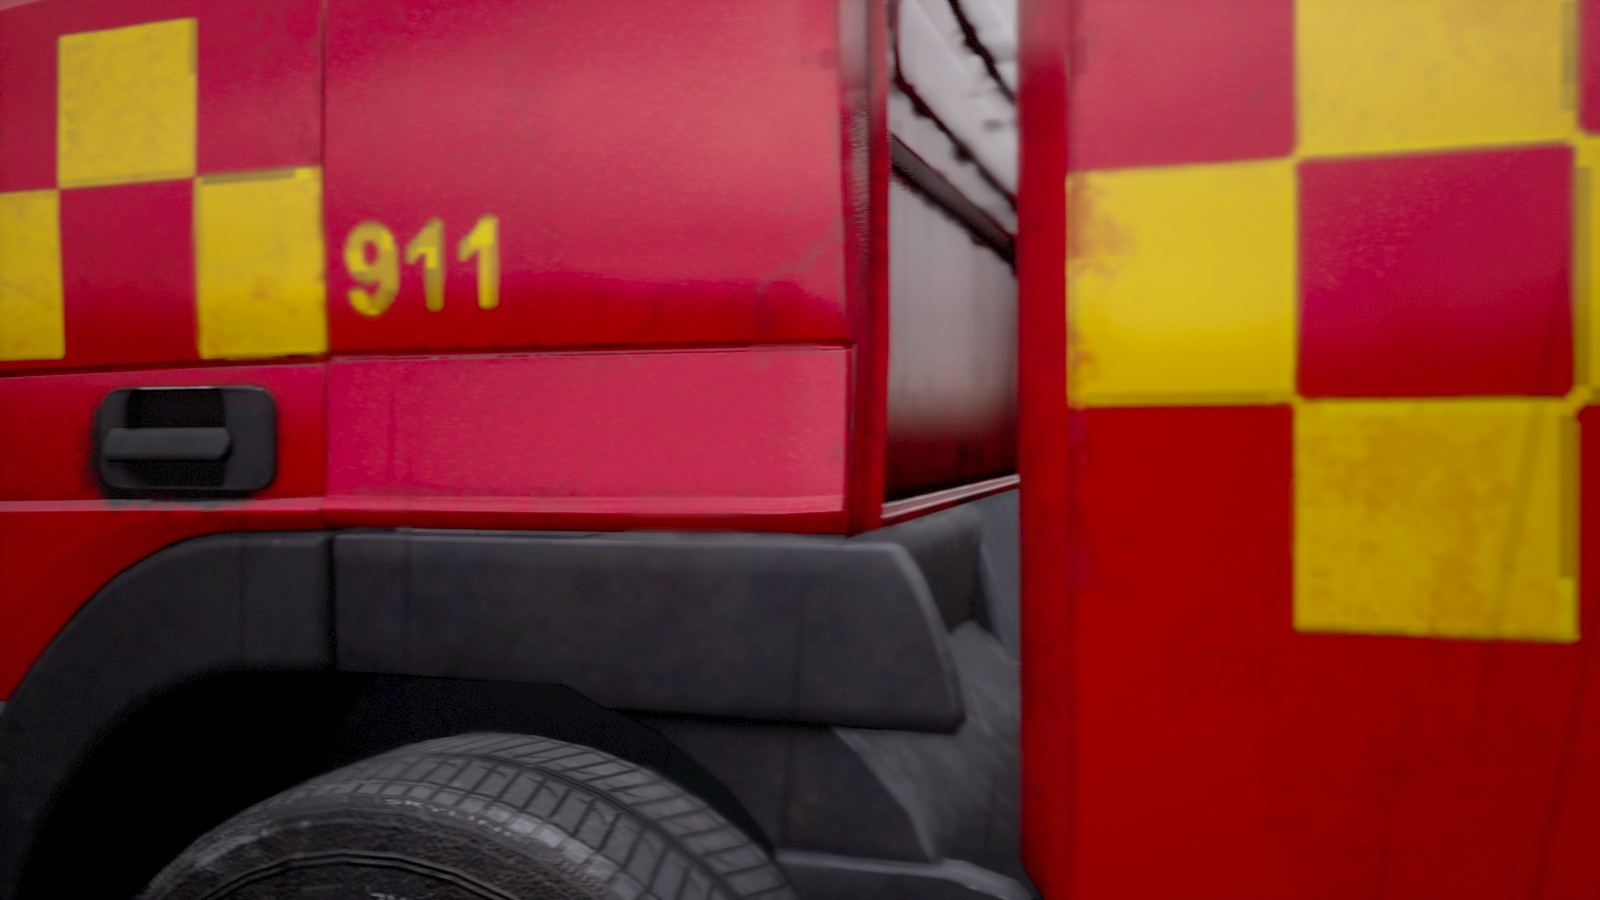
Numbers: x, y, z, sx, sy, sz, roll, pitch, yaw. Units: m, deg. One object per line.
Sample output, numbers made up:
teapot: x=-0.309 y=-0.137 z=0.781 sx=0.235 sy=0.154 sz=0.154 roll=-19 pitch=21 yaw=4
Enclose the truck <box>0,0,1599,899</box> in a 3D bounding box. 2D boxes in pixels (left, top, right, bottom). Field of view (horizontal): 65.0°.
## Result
truck: x=2.059 y=-0.364 z=2.065 sx=8.468 sy=3.827 sz=2.891 roll=1 pitch=1 yaw=19
